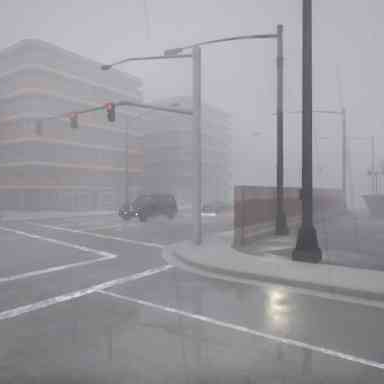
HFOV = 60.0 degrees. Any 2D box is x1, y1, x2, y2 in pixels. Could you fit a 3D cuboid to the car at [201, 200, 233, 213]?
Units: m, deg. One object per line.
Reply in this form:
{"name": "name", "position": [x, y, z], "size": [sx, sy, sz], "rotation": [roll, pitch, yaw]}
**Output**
{"name": "car", "position": [2.761, 1.564, 36.306], "size": [1.994, 1.385, 4.181], "rotation": [0, 0, 35]}

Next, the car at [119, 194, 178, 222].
{"name": "car", "position": [-3.440, 1.221, 27.305], "size": [2.150, 2.045, 5.566], "rotation": [0, 0, 35]}
